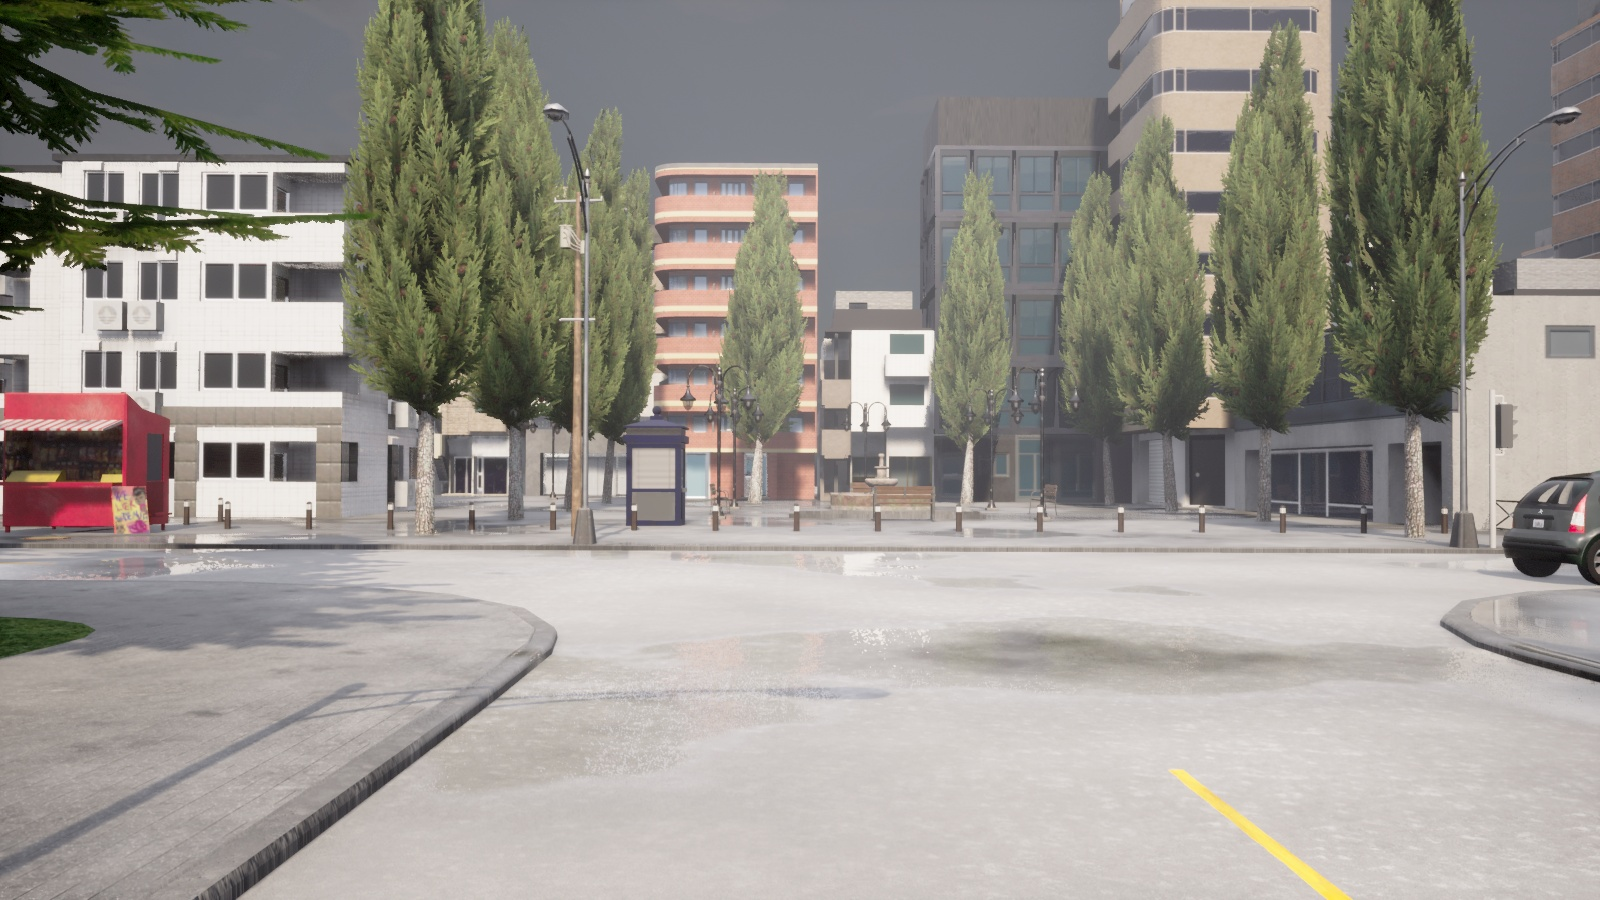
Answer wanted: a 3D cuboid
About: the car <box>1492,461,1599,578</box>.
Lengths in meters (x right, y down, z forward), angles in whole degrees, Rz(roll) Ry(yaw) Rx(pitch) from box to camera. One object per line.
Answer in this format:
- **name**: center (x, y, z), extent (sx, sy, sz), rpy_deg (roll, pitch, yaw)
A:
- **car**: center (12.655, 0.971, 18.445), extent (3.988, 1.617, 1.851), rpy_deg (0, -1, -4)
